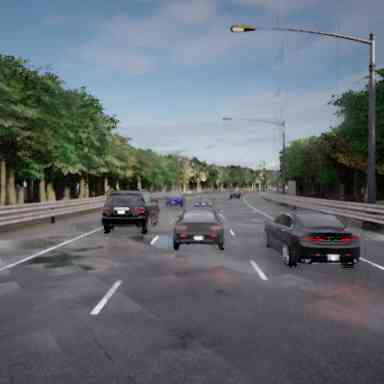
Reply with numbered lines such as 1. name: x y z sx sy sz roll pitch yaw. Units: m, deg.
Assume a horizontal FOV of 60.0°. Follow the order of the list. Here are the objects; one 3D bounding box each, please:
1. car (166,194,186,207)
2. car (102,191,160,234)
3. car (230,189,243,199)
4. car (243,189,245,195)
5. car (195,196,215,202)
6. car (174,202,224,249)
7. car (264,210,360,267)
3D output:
1. car: -1.791 0.923 38.187 1.882 1.535 5.008 0 1 5
2. car: -3.091 0.967 17.703 2.150 2.045 5.566 0 1 2
3. car: 8.452 0.553 65.027 1.837 1.490 4.892 0 1 9
4. car: 10.803 0.370 78.507 2.128 1.511 4.902 0 1 11
5. car: 1.237 1.078 32.469 2.033 1.411 5.357 0 1 4
6. car: 0.294 1.333 13.376 1.812 1.442 4.674 0 1 2
7. car: 3.602 1.351 10.760 1.837 1.490 4.892 0 1 1
